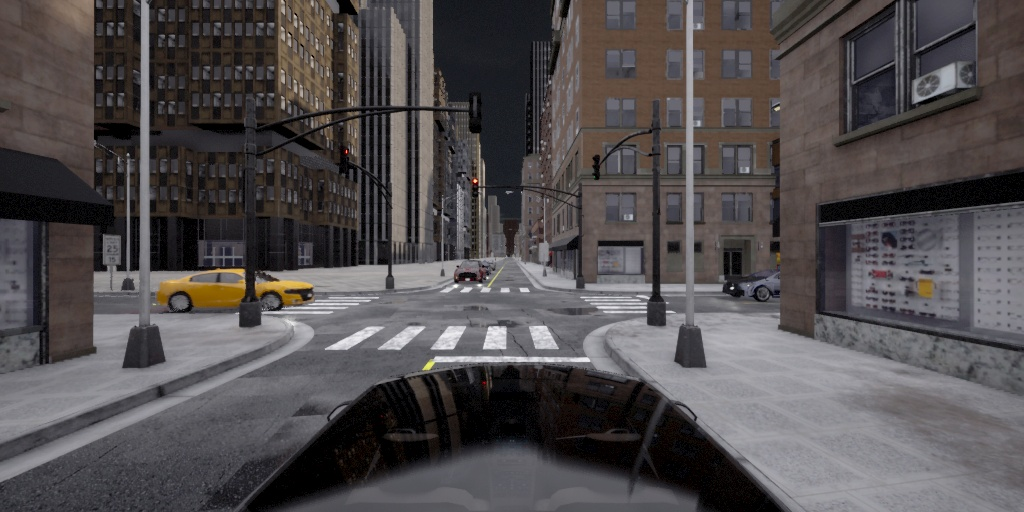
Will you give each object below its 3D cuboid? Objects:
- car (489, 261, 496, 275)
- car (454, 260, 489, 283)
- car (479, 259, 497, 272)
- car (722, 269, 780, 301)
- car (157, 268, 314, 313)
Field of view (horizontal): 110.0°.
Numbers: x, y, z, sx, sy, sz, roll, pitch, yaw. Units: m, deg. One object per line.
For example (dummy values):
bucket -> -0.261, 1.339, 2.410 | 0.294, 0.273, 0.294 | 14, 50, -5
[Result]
car -> -3.175, 1.298, 38.075 | 2.033, 1.411, 5.357 | 0, 0, 0
car -> -3.159, 1.103, 27.816 | 2.097, 1.767, 4.553 | 0, 0, 0
car -> -3.189, 1.242, 48.493 | 2.128, 1.511, 4.902 | 0, 0, 0
car -> 12.219, 1.313, 16.687 | 4.181, 1.385, 1.994 | 0, 0, -1
car -> -10.227, 1.231, 13.528 | 5.008, 1.535, 1.882 | 0, 0, -4
